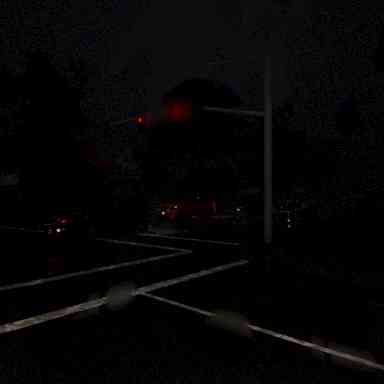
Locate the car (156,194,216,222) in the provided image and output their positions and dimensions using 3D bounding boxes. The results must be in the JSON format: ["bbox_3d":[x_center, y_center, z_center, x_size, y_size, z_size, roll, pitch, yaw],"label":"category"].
[{"bbox_3d":[-0.349,1.221,26.995,2.150,2.045,5.566,0,0,41],"label":"car"}]

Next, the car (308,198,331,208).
[{"bbox_3d":[18.870,1.601,49.126,1.895,1.301,4.718,0,0,41],"label":"car"}]

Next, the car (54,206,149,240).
[{"bbox_3d":[-4.461,1.505,17.050,1.837,1.490,4.892,1,0,45],"label":"car"}]

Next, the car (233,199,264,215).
[{"bbox_3d":[6.154,1.492,34.487,2.128,1.511,4.902,0,0,41],"label":"car"}]

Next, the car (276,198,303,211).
[{"bbox_3d":[12.245,1.526,41.512,1.812,1.442,4.674,0,0,41],"label":"car"}]
